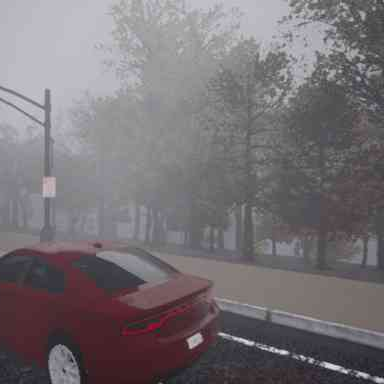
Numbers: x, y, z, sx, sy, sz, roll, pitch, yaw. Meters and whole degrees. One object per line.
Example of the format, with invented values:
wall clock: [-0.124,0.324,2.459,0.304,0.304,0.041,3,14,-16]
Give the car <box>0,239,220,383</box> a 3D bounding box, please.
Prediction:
car: [-1.976,1.477,5.095,5.008,1.535,1.882,0,0,36]
